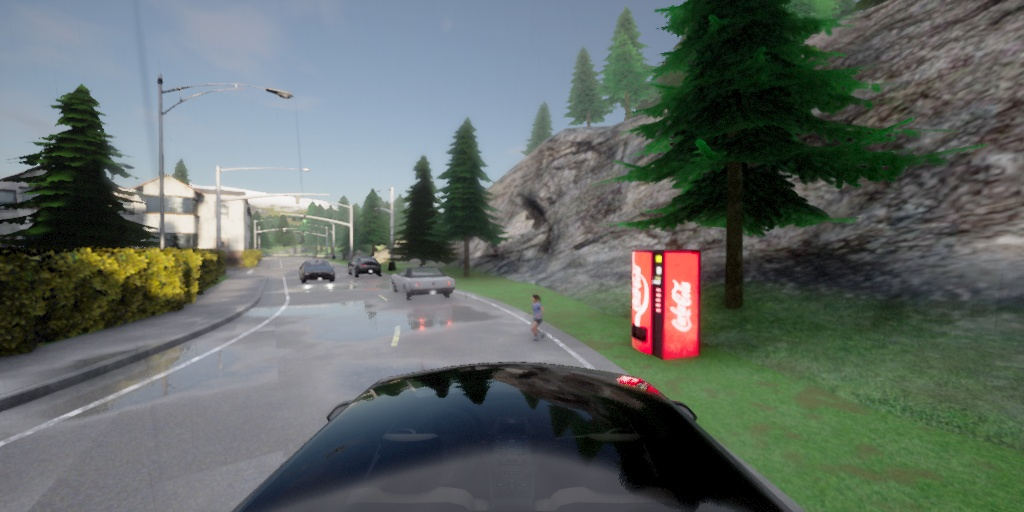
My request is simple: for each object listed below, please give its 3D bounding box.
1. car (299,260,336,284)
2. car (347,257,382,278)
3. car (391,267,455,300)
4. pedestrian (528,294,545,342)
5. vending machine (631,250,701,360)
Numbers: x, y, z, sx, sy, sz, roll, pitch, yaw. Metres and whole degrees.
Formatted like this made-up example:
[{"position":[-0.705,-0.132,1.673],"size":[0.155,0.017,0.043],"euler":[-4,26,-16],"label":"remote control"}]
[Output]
[{"position":[-12.972,0.959,23.740],"size":[2.033,1.411,5.357],"euler":[-1,1,-33],"label":"car"},{"position":[-11.671,0.846,28.272],"size":[1.837,1.490,4.892],"euler":[0,1,-33],"label":"car"},{"position":[-4.188,1.127,16.224],"size":[1.895,1.301,4.718],"euler":[0,1,-28],"label":"car"},{"position":[0.596,1.328,7.924],"size":[0.500,1.100,0.500],"euler":[0,1,-13],"label":"pedestrian"},{"position":[2.986,0.862,7.067],"size":[1.100,2.100,0.880],"euler":[0,0,-11],"label":"vending machine"}]
